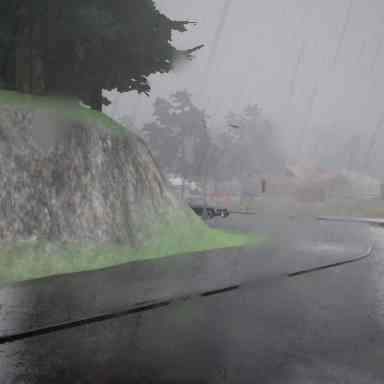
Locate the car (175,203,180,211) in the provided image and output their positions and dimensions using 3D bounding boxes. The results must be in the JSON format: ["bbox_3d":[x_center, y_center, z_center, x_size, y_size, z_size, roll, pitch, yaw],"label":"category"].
[{"bbox_3d":[0.161,1.547,38.472,2.033,1.411,5.357,0,0,-35],"label":"car"}]

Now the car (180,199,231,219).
[{"bbox_3d":[1.288,1.601,29.672,1.895,1.301,4.718,0,0,-35],"label":"car"}]
